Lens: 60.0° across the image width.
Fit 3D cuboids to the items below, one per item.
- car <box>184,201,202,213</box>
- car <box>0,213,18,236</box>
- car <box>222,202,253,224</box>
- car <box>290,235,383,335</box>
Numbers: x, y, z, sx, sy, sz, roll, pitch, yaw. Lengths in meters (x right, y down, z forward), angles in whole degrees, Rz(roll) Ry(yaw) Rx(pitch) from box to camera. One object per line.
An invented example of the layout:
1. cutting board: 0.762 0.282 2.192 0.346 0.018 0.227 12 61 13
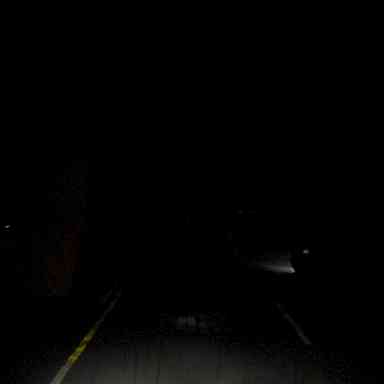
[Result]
1. car: 0.132 1.845 41.237 1.812 1.442 4.674 0 -1 0
2. car: -10.585 1.691 16.655 1.994 1.385 4.181 0 0 0
3. car: 3.625 1.564 27.143 2.097 1.767 4.553 0 0 0
4. car: 3.605 1.602 6.756 2.033 1.411 5.357 0 0 0
